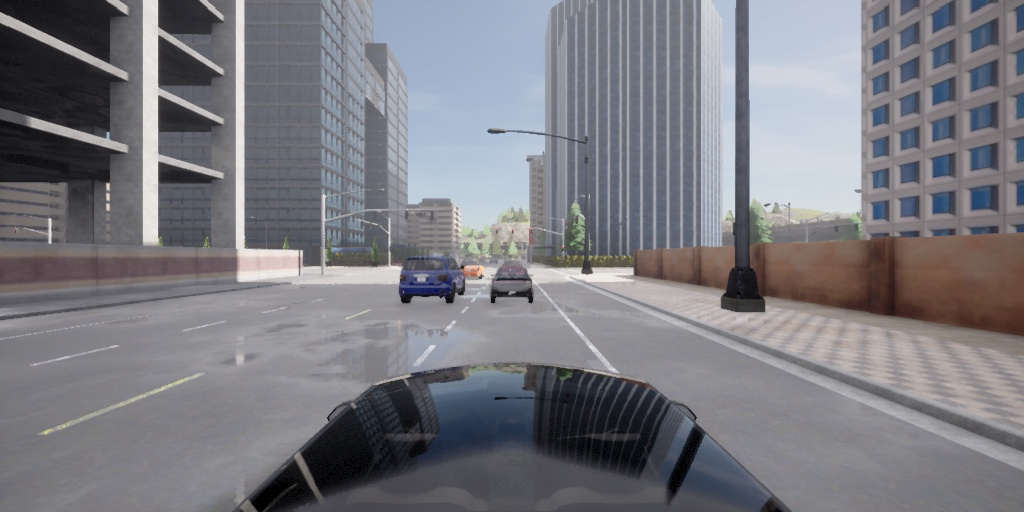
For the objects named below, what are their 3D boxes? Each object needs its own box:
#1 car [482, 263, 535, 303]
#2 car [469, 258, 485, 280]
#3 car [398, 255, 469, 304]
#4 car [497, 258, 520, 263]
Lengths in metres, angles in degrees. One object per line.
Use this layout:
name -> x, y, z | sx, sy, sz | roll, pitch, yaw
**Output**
car -> 0.000, 1.243, 16.500 | 2.128, 1.511, 4.902 | 0, 0, 0
car -> -3.538, 1.114, 31.491 | 2.097, 1.767, 4.553 | 0, 0, -1
car -> -3.500, 1.006, 16.530 | 2.150, 2.045, 5.566 | 0, 0, 0
car -> -0.038, 1.114, 31.535 | 2.097, 1.767, 4.553 | 0, 0, -1
